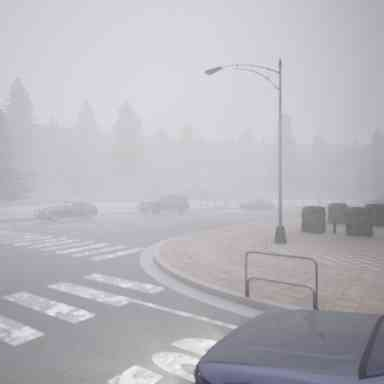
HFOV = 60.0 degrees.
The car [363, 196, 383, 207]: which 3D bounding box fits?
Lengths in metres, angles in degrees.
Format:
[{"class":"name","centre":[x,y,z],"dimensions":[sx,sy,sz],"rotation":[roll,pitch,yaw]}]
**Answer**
[{"class":"car","centre":[24.777,1.299,43.075],"dimensions":[4.553,1.767,2.097],"rotation":[0,0,6]}]

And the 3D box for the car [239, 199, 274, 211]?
[{"class":"car","centre":[7.901,1.518,40.505],"dimensions":[4.181,1.385,1.994],"rotation":[0,0,-21]}]

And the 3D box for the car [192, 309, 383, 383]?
[{"class":"car","centre":[2.551,1.547,2.155],"dimensions":[5.357,1.411,2.033],"rotation":[0,0,36]}]

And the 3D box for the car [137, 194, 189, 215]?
[{"class":"car","centre":[-2.805,1.179,33.669],"dimensions":[5.566,2.045,2.150],"rotation":[0,0,-43]}]

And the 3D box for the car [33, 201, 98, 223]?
[{"class":"car","centre":[-9.592,1.449,25.587],"dimensions":[2.128,1.511,4.902],"rotation":[0,0,38]}]
